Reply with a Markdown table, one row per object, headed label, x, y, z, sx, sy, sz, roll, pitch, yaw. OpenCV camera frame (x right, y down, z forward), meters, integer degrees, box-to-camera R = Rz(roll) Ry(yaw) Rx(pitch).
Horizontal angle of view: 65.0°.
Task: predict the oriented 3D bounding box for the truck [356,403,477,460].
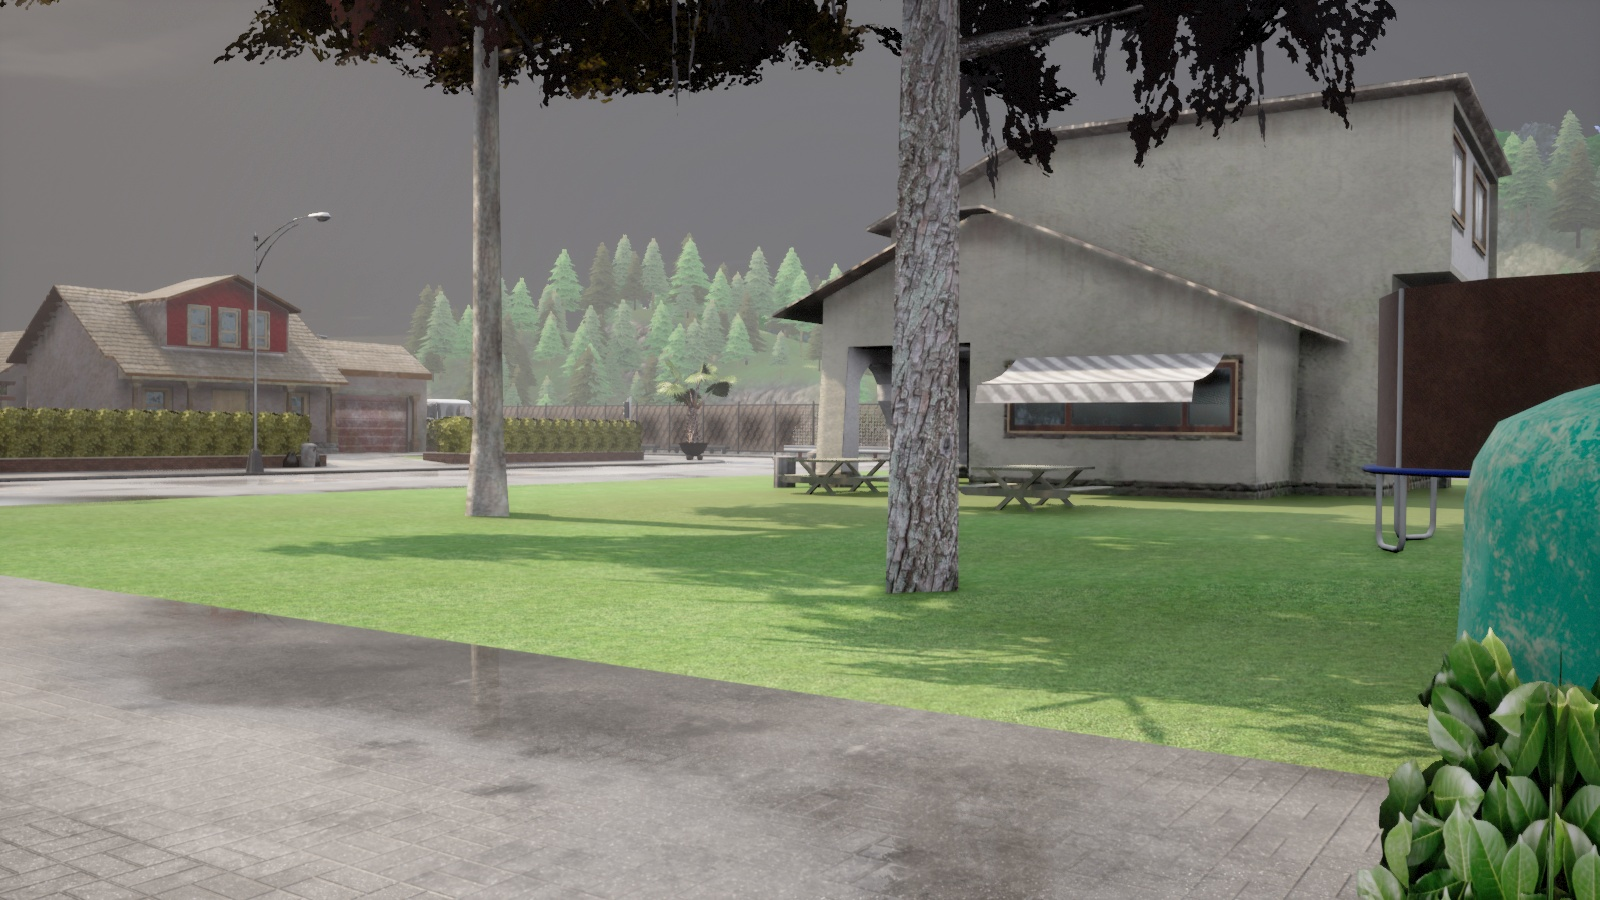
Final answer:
| label | x | y | z | sx | sy | sz | roll | pitch | yaw |
| --- | --- | --- | --- | --- | --- | --- | --- | --- | --- |
| truck | -24.410 | -1.125 | 79.860 | 7.936 | 3.462 | 2.891 | 0 | 1 | 33 |
